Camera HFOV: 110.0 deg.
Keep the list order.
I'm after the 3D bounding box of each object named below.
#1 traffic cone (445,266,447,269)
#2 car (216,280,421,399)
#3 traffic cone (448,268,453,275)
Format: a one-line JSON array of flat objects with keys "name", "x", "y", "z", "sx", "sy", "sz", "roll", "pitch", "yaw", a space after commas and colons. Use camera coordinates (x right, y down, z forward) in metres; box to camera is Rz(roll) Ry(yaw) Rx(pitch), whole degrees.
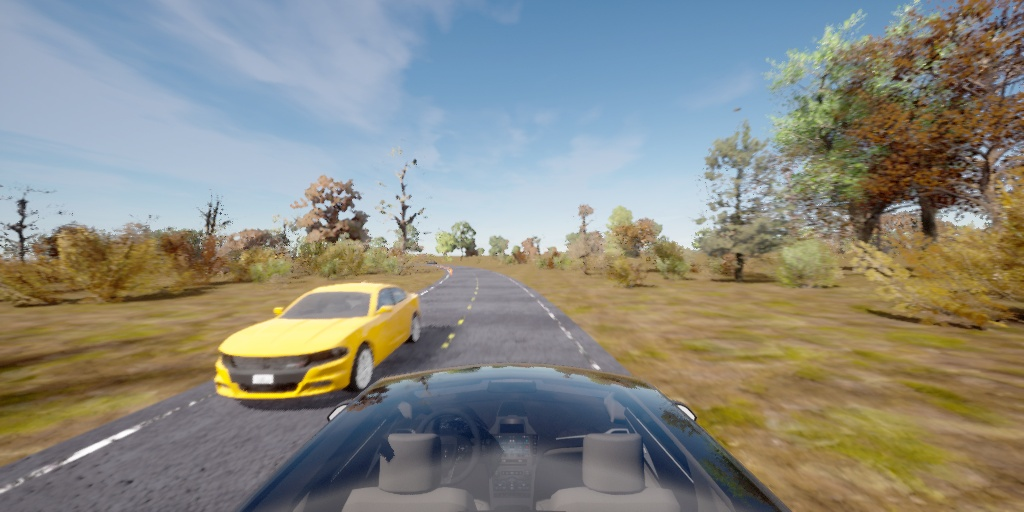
[{"name": "traffic cone", "x": -10.978, "y": 2.078, "z": 62.264, "sx": 0.340, "sy": 0.580, "sz": 0.340, "roll": 0, "pitch": 0, "yaw": -13}, {"name": "car", "x": -3.163, "y": 1.282, "z": 6.989, "sx": 1.882, "sy": 1.535, "sz": 5.008, "roll": 0, "pitch": 0, "yaw": -1}, {"name": "traffic cone", "x": -7.228, "y": 1.958, "z": 42.831, "sx": 0.340, "sy": 0.580, "sz": 0.340, "roll": 0, "pitch": 0, "yaw": -9}]
